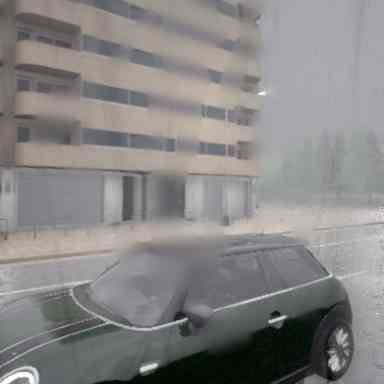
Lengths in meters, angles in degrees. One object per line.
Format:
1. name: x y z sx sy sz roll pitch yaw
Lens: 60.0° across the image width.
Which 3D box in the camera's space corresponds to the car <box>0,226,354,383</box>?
1. car: -0.141 1.360 3.890 4.553 1.767 2.097 0 0 -36
